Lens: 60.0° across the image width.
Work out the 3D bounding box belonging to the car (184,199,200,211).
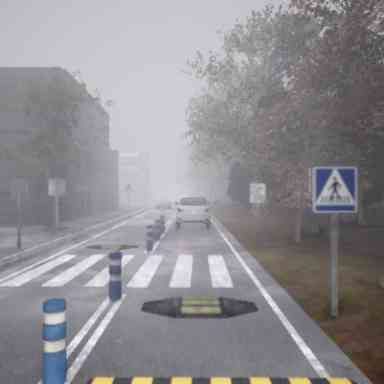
[{"bbox_3d":[-0.017,1.590,40.736,1.895,1.301,4.718,0,0,0],"label":"car"}]

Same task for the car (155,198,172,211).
[{"bbox_3d":[-3.466,1.515,41.345,1.812,1.442,4.674,0,0,0],"label":"car"}]

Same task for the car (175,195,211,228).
[{"bbox_3d":[0.054,1.233,22.321,2.150,2.045,5.566,0,0,-1],"label":"car"}]
